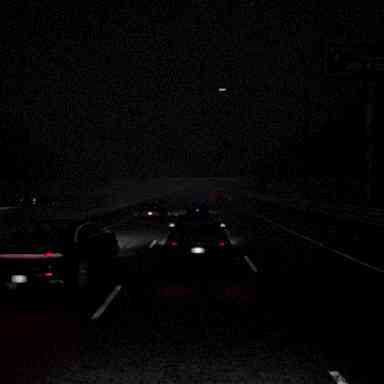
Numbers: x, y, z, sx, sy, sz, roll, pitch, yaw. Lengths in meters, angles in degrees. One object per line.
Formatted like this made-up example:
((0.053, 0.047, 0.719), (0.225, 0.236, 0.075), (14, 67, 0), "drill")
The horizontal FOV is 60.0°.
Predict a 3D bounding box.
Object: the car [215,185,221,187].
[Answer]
((6.993, -0.474, 88.707), (1.895, 1.301, 4.718), (0, 3, 4), "car")

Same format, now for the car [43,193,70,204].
((-16.741, 1.055, 42.787), (1.837, 1.490, 4.892), (0, 1, 2), "car")

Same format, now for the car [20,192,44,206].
((-20.226, 0.895, 43.176), (2.097, 1.767, 4.553), (0, 1, 2), "car")

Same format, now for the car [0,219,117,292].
((-3.341, 1.465, 8.890), (2.128, 1.511, 4.902), (0, 0, 1), "car")

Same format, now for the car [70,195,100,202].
((-13.256, 1.100, 42.612), (2.033, 1.411, 5.357), (0, 1, 2), "car")

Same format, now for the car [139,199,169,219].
((-3.037, 1.296, 27.001), (1.837, 1.490, 4.892), (0, 1, 1), "car")

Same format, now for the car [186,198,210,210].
((0.505, 1.245, 28.672), (1.882, 1.535, 5.008), (0, 1, 1), "car")

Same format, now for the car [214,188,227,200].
((5.146, 0.417, 60.214), (2.097, 1.767, 4.553), (0, 2, 3), "car")

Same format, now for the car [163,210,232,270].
((0.181, 1.526, 10.932), (1.994, 1.385, 4.181), (0, 0, 1), "car")
